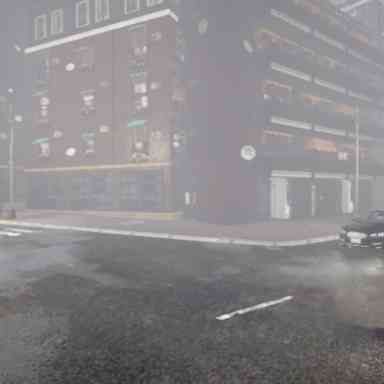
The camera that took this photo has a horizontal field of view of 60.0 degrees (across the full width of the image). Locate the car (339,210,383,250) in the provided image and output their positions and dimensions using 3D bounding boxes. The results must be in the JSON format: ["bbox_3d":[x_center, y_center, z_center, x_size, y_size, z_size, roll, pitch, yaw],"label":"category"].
[{"bbox_3d":[7.935,1.509,13.617,4.902,1.511,2.128,0,0,-37],"label":"car"}]
